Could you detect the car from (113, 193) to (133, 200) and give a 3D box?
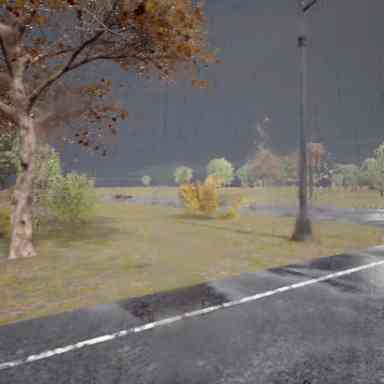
[{"bbox_3d":[-12.417,0.757,59.873,1.895,1.301,4.718,-2,2,-35],"label":"car"}]
